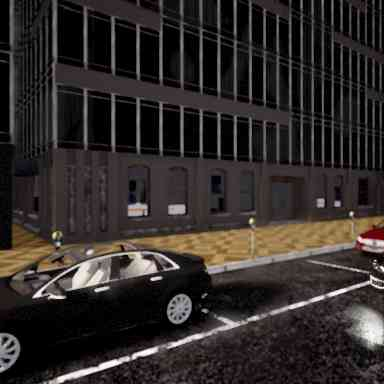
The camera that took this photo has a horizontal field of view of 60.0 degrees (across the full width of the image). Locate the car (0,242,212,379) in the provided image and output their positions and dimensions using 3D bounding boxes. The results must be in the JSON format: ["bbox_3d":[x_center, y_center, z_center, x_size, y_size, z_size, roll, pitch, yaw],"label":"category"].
[{"bbox_3d":[-1.685,1.549,5.355,4.403,1.369,2.008,0,0,-35],"label":"car"}]

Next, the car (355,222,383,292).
[{"bbox_3d":[6.009,1.493,7.657,4.892,1.490,1.837,0,0,-35],"label":"car"}]

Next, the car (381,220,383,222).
[{"bbox_3d":[7.586,1.565,11.961,4.206,1.307,1.802,0,0,-35],"label":"car"}]
